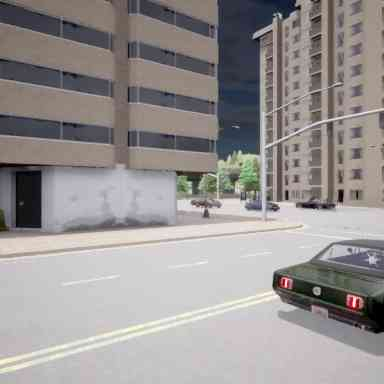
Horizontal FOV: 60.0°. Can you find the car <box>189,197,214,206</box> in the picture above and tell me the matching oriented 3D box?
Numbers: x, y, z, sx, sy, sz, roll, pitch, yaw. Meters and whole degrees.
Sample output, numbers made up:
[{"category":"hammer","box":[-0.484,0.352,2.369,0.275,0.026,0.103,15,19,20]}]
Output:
[{"category":"car","box":[1.536,1.564,54.371,1.994,1.385,4.181,0,0,-36]}]

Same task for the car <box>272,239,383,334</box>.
[{"category":"car","box":[3.839,1.601,6.516,4.718,1.301,1.895,0,0,-35]}]

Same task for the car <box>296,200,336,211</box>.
[{"category":"car","box":[15.202,1.601,41.207,1.895,1.301,4.718,0,0,-34]}]

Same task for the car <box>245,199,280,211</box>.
[{"category":"car","box":[8.172,1.564,38.938,1.994,1.385,4.181,0,0,-36]}]

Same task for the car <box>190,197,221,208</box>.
[{"category":"car","box":[2.161,1.526,47.251,1.812,1.442,4.674,0,0,-36]}]
